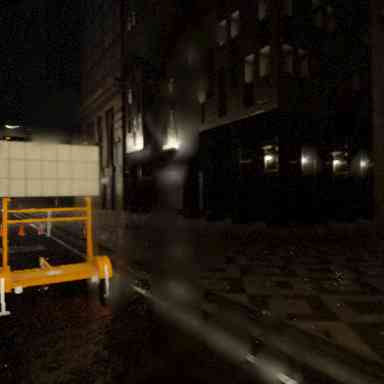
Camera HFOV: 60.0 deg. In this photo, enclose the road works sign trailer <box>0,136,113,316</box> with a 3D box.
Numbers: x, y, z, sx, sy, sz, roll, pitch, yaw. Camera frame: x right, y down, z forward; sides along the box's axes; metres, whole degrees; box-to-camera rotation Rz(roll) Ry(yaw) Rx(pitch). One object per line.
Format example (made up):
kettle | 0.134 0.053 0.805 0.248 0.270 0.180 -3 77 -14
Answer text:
road works sign trailer | -3.442 0.539 7.986 2.380 3.560 2.880 -1 0 -32
